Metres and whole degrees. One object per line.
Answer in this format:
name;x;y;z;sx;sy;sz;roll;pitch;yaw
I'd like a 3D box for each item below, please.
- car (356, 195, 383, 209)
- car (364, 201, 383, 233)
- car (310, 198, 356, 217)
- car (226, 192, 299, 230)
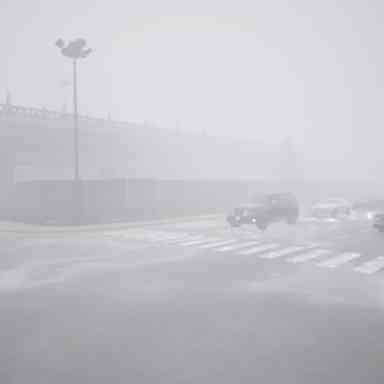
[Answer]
car;17.918;1.015;33.735;5.008;1.535;1.882;-1;0;-45
car;10.822;1.265;16.643;5.357;1.411;2.033;-1;0;-43
car;11.385;1.206;27.184;1.812;1.442;4.674;-1;0;45
car;4.459;1.055;20.292;5.566;2.045;2.150;-1;0;-45
